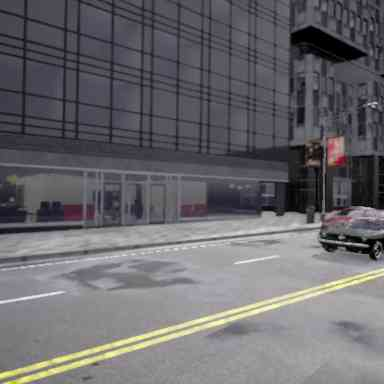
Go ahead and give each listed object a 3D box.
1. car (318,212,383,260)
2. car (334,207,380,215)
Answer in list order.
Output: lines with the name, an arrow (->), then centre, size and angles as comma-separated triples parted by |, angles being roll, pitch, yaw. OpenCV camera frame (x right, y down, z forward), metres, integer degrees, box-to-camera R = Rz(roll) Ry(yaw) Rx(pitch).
car -> 6.887, 1.622, 12.591 | 4.718, 1.301, 1.895 | 0, 0, -35
car -> 8.950, 1.559, 18.053 | 4.674, 1.442, 1.812 | 0, 0, -35
